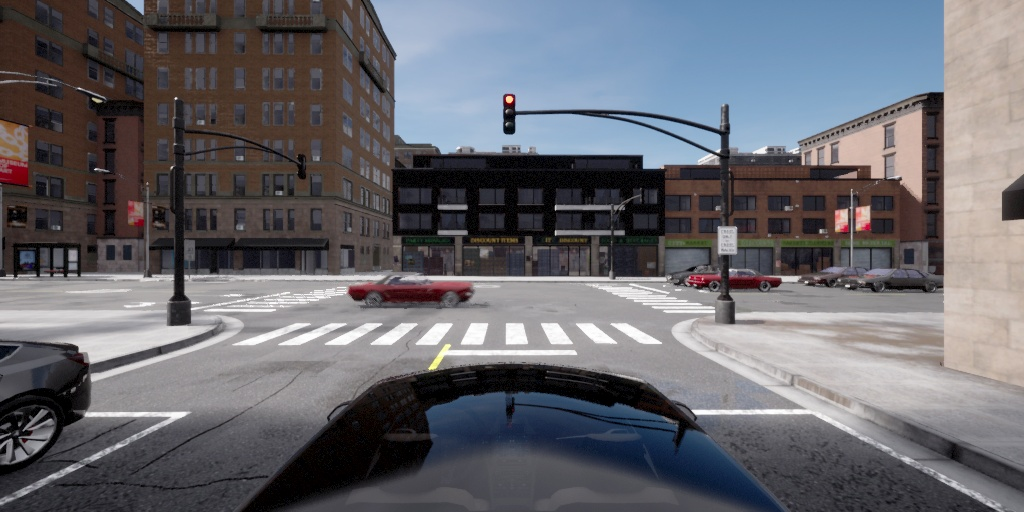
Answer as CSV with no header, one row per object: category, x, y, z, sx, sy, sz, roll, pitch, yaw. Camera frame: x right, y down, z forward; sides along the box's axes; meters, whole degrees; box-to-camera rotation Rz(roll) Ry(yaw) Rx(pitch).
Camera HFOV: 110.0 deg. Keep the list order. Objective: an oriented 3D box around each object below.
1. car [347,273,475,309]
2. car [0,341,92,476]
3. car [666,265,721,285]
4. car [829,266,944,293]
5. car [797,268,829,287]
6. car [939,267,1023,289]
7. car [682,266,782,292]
car,-3.862,1.339,14.393,4.718,1.301,1.895,0,0,-1
car,-5.388,1.316,2.073,1.948,1.339,4.313,0,0,-1
car,13.161,1.329,24.573,4.892,1.490,1.837,0,0,-1
car,22.718,1.421,21.451,5.357,1.411,2.033,0,0,-1
car,22.905,1.422,24.707,5.357,1.411,2.033,0,0,-1
car,32.829,1.492,24.831,4.181,1.385,1.994,0,0,-1
car,13.071,1.424,21.323,4.718,1.301,1.895,0,0,-1
